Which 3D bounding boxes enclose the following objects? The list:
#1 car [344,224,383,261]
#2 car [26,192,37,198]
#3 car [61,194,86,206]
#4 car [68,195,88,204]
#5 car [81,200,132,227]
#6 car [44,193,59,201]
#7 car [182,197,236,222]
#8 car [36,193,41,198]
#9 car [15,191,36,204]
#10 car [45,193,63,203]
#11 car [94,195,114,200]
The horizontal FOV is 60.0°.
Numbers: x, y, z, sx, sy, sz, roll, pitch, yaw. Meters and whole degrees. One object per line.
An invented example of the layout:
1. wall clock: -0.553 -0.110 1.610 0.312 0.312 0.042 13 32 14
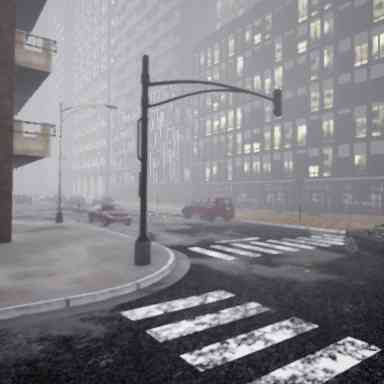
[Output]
1. car: 6.704 1.671 10.698 1.895 1.301 4.718 1 0 2
2. car: -40.762 0.801 84.506 1.802 1.307 4.206 2 -1 -36
3. car: -16.224 1.228 45.933 1.895 1.301 4.718 1 0 -35
4. car: -18.190 1.177 53.011 1.802 1.307 4.206 2 0 -36
5. car: -5.346 1.413 21.338 1.802 1.307 4.206 2 0 -36
6. car: -28.603 0.942 67.847 1.812 1.442 4.674 1 0 -36
7. car: 1.268 1.273 26.093 2.192 1.841 5.009 2 0 -36
8. car: -37.537 0.851 80.006 1.802 1.307 4.206 2 0 -36
9. car: -24.586 1.018 48.410 1.887 1.381 4.507 2 0 -36
10. car: -21.881 0.879 53.750 2.097 1.767 4.553 1 0 -36
11. car: -11.737 1.150 44.012 1.967 1.590 4.097 2 0 -36
